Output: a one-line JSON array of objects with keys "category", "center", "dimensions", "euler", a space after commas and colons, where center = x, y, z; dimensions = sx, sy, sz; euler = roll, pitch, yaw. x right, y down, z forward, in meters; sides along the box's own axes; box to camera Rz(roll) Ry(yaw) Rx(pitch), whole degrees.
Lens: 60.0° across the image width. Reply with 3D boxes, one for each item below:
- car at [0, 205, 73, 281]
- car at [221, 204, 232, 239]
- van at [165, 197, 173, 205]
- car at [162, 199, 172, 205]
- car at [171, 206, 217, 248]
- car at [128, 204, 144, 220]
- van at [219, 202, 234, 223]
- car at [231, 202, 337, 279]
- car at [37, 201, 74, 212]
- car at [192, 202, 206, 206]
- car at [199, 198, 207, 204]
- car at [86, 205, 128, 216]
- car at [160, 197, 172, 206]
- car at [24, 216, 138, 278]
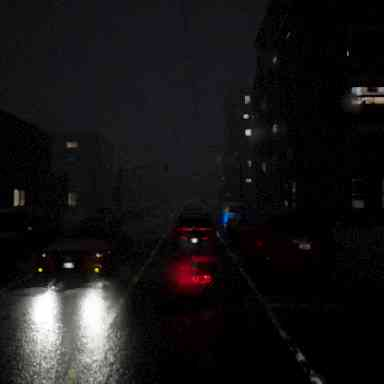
[{"category": "car", "center": [-5.672, 1.416, 10.376], "dimensions": [2.192, 1.841, 5.009], "euler": [1, -1, 0]}, {"category": "car", "center": [2.705, 1.592, 15.775], "dimensions": [1.967, 1.590, 4.097], "euler": [1, -1, 0]}, {"category": "van", "center": [-5.677, 2.115, 81.326], "dimensions": [1.690, 1.788, 3.998], "euler": [1, -1, 0]}, {"category": "car", "center": [-5.681, 2.265, 75.637], "dimensions": [1.887, 1.381, 4.507], "euler": [1, -1, 0]}, {"category": "car", "center": [0.098, 1.656, 15.536], "dimensions": [1.837, 1.490, 4.892], "euler": [0, 0, 0]}, {"category": "car", "center": [-5.678, 1.858, 32.001], "dimensions": [2.008, 1.369, 4.403], "euler": [1, -1, 0]}, {"category": "van", "center": [2.707, 1.545, 21.183], "dimensions": [1.690, 1.788, 3.998], "euler": [1, -1, 0]}, {"category": "car", "center": [2.708, 1.416, 10.369], "dimensions": [2.192, 1.841, 5.009], "euler": [1, -1, 0]}, {"category": "car", "center": [-19.302, 2.064, 47.253], "dimensions": [4.507, 1.381, 1.887], "euler": [0, -1, 1]}, {"category": "car", "center": [0.097, 1.895, 30.675], "dimensions": [1.895, 1.301, 4.718], "euler": [0, -1, 0]}, {"category": "car", "center": [2.701, 2.215, 81.386], "dimensions": [1.967, 1.590, 4.097], "euler": [1, -1, 0]}, {"category": "car", "center": [-5.675, 1.644, 21.189], "dimensions": [1.967, 1.590, 4.097], "euler": [1, -1, 0]}, {"category": "car", "center": [-5.757, 2.211, 69.955], "dimensions": [1.887, 1.381, 4.507], "euler": [1, -1, 0]}, {"category": "car", "center": [-3.099, 1.664, 10.327], "dimensions": [1.994, 1.385, 4.181], "euler": [0, -1, 0]}]
